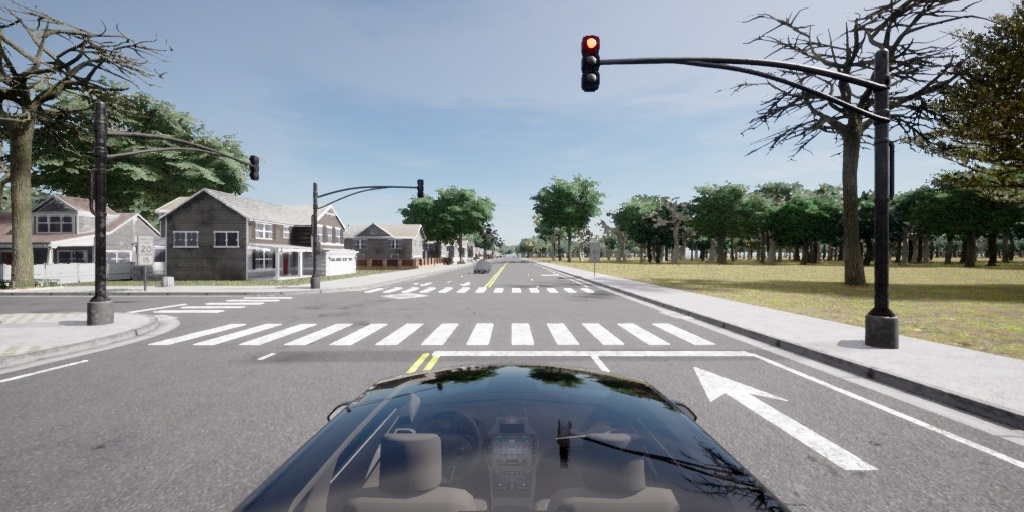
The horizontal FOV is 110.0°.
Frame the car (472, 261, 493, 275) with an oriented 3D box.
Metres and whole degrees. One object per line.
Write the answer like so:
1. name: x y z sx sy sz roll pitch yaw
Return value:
1. car: -3.191 1.304 39.750 1.837 1.490 4.892 0 1 0
